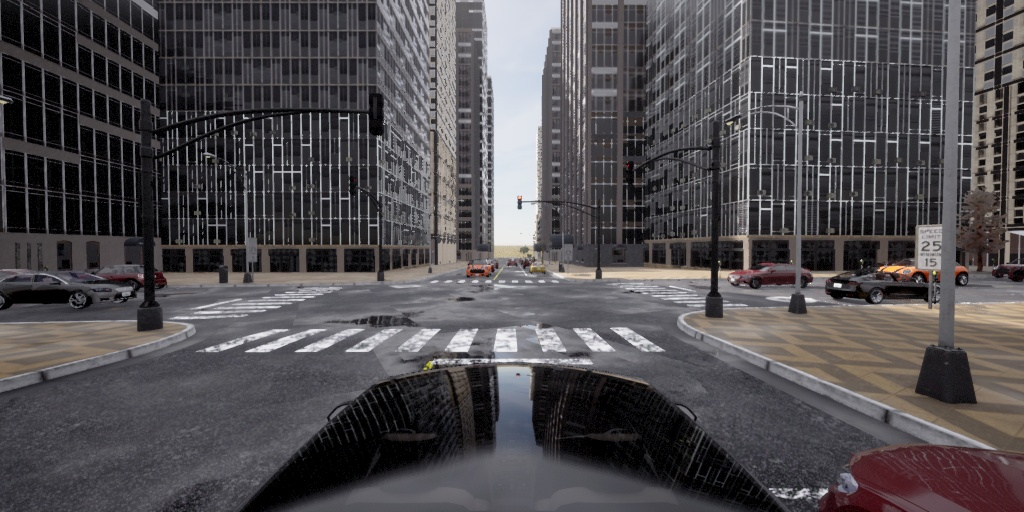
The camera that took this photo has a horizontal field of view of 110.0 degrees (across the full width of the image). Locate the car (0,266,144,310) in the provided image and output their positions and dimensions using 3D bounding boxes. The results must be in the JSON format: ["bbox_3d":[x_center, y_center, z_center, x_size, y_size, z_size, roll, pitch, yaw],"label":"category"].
[{"bbox_3d":[-18.860,1.369,15.032,4.902,1.511,2.128,0,1,-5],"label":"car"}]

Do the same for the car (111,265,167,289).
[{"bbox_3d":[-22.575,1.216,20.524,4.097,1.591,1.967,0,0,-5],"label":"car"}]

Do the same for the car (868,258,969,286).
[{"bbox_3d":[25.343,0.904,22.334,4.553,1.767,2.097,0,1,-5],"label":"car"}]

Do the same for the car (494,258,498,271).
[{"bbox_3d":[-3.108,1.204,44.206,1.882,1.535,5.008,0,0,0],"label":"car"}]

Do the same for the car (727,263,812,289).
[{"bbox_3d":[15.395,1.136,21.426,4.674,1.442,1.812,0,1,-5],"label":"car"}]

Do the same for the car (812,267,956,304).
[{"bbox_3d":[16.126,1.294,15.682,4.313,1.339,1.948,0,0,-5],"label":"car"}]

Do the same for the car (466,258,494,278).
[{"bbox_3d":[-3.106,1.086,34.271,2.097,1.767,4.553,0,0,0],"label":"car"}]

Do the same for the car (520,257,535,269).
[{"bbox_3d":[2.719,1.029,55.007,2.192,1.841,5.009,0,0,0],"label":"car"}]

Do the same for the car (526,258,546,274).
[{"bbox_3d":[2.812,1.255,39.925,1.751,1.417,4.829,0,0,0],"label":"car"}]

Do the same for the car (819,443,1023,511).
[{"bbox_3d":[2.691,1.333,0.387,1.802,1.307,4.207,0,0,0],"label":"car"}]

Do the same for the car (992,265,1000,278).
[{"bbox_3d":[37.697,0.864,26.095,4.097,1.591,1.967,0,0,-5],"label":"car"}]

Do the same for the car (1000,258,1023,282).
[{"bbox_3d":[35.352,0.846,23.252,4.553,1.767,2.097,0,1,-5],"label":"car"}]
